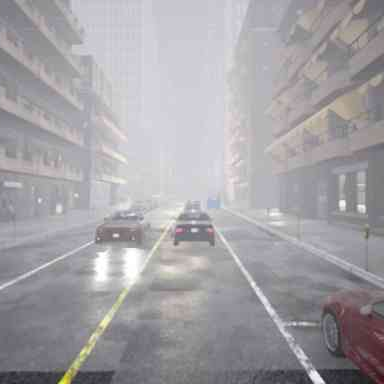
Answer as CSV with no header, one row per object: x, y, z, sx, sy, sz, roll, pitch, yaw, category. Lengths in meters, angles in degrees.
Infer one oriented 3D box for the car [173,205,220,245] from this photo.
0.091,1.564,15.668,2.033,1.411,5.357,0,0,0,car

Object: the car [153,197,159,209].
-5.644,1.625,41.894,1.802,1.307,4.206,1,0,0,car

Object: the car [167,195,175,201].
-5.676,1.530,91.041,1.967,1.590,4.097,1,0,0,car

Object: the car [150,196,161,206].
-5.645,1.614,47.434,1.947,1.339,4.313,1,0,0,car

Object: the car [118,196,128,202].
-16.493,1.573,75.621,4.097,1.590,1.967,0,-1,0,car

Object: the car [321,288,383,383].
2.704,1.586,3.164,1.802,1.307,4.206,1,0,0,car

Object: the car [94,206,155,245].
-3.099,1.580,15.511,1.994,1.385,4.181,0,0,0,car

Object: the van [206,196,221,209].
2.707,1.384,41.947,1.690,1.788,3.998,1,0,0,van

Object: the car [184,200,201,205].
0.098,1.585,37.812,2.033,1.411,5.357,0,0,0,car

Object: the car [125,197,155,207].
-5.644,1.588,36.353,2.008,1.369,4.403,1,0,0,car
